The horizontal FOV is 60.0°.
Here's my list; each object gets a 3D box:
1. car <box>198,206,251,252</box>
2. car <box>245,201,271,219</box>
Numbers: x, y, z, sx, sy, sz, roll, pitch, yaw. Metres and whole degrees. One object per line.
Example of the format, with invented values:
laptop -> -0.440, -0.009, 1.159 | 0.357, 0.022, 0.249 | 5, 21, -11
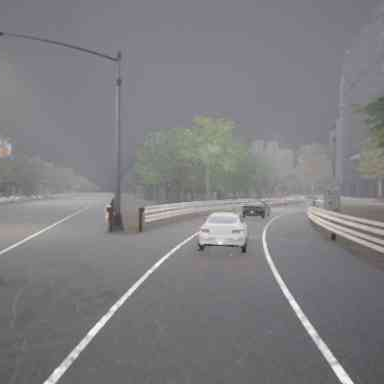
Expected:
car -> 1.409, 1.537, 13.980 | 1.812, 1.442, 4.674 | 0, 0, 10
car -> 5.860, 1.523, 29.854 | 1.882, 1.535, 5.008 | 0, 0, 21
